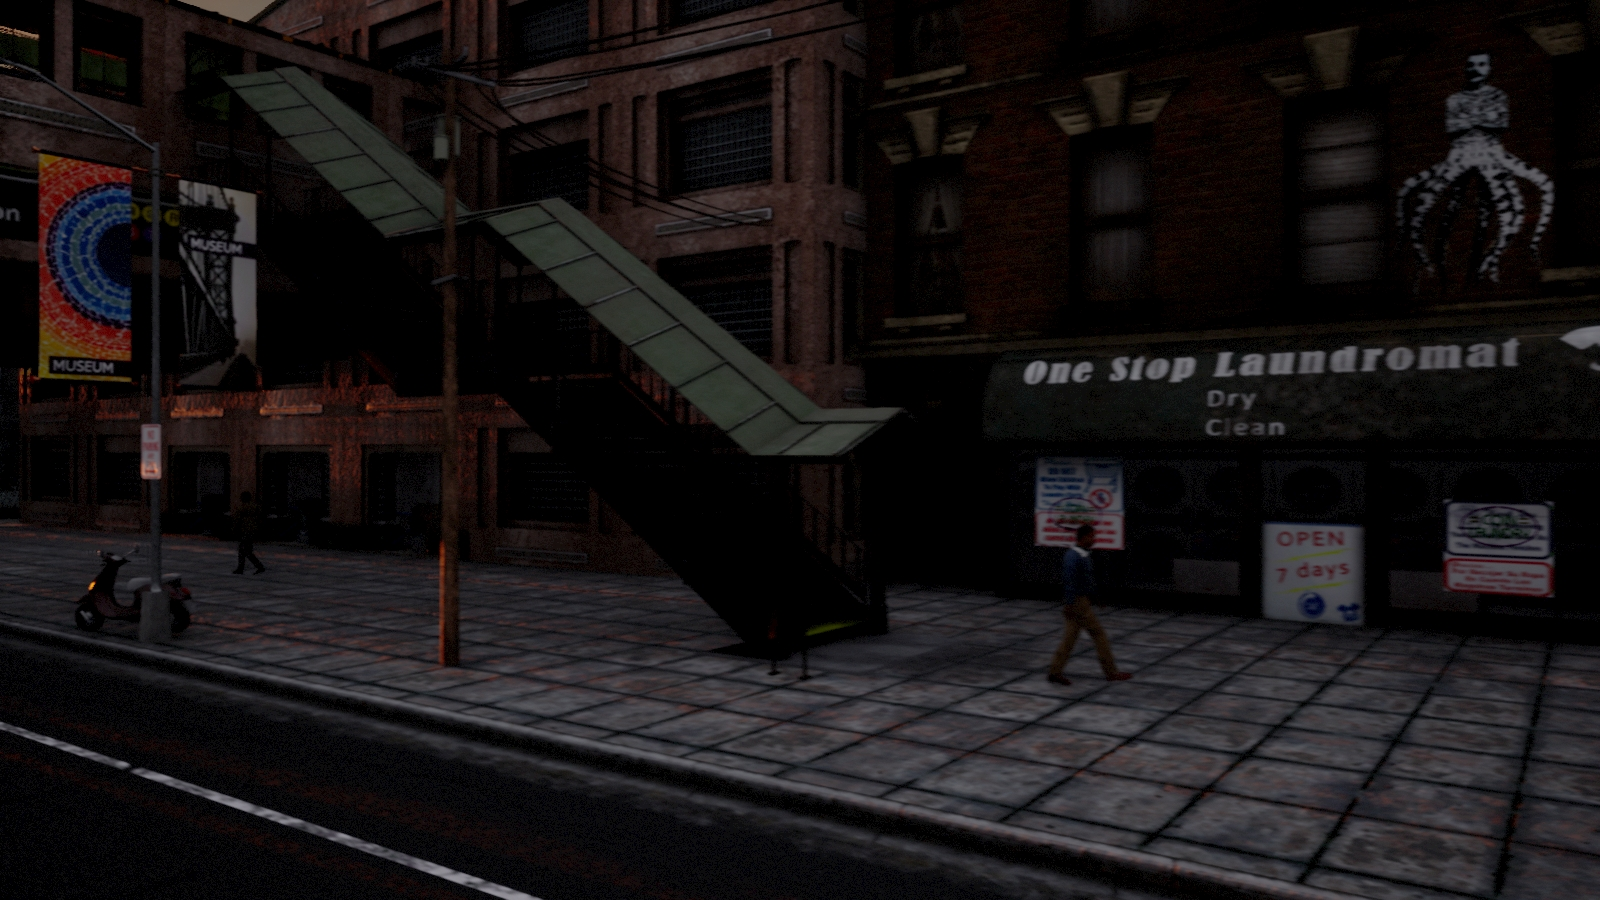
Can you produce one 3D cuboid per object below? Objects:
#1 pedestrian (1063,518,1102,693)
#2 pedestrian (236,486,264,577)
[{"bbox_3d":[3.114,1.696,12.602,0.375,1.860,0.375,0,0,21],"label":"pedestrian"},{"bbox_3d":[-11.500,1.696,23.887,0.375,1.860,0.375,0,0,18],"label":"pedestrian"}]
